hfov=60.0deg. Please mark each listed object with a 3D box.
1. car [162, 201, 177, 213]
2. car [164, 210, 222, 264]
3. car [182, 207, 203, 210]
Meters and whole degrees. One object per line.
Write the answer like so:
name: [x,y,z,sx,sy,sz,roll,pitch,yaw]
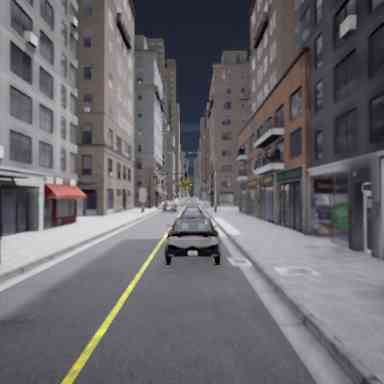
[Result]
car: [-3.057,2.047,46.191,2.128,1.511,4.902,0,-1,1]
car: [0.043,1.638,12.357,2.128,1.511,4.902,0,-1,0]
car: [0.038,1.891,27.442,1.994,1.385,4.181,0,-1,0]
